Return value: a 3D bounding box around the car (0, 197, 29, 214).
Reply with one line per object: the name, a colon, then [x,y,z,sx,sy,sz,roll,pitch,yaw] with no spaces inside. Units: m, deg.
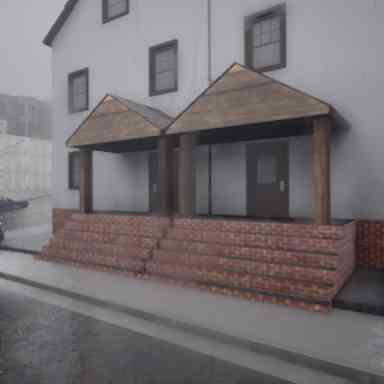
car: [-15.134,1.170,25.228,1.895,1.301,4.718,0,6,35]
